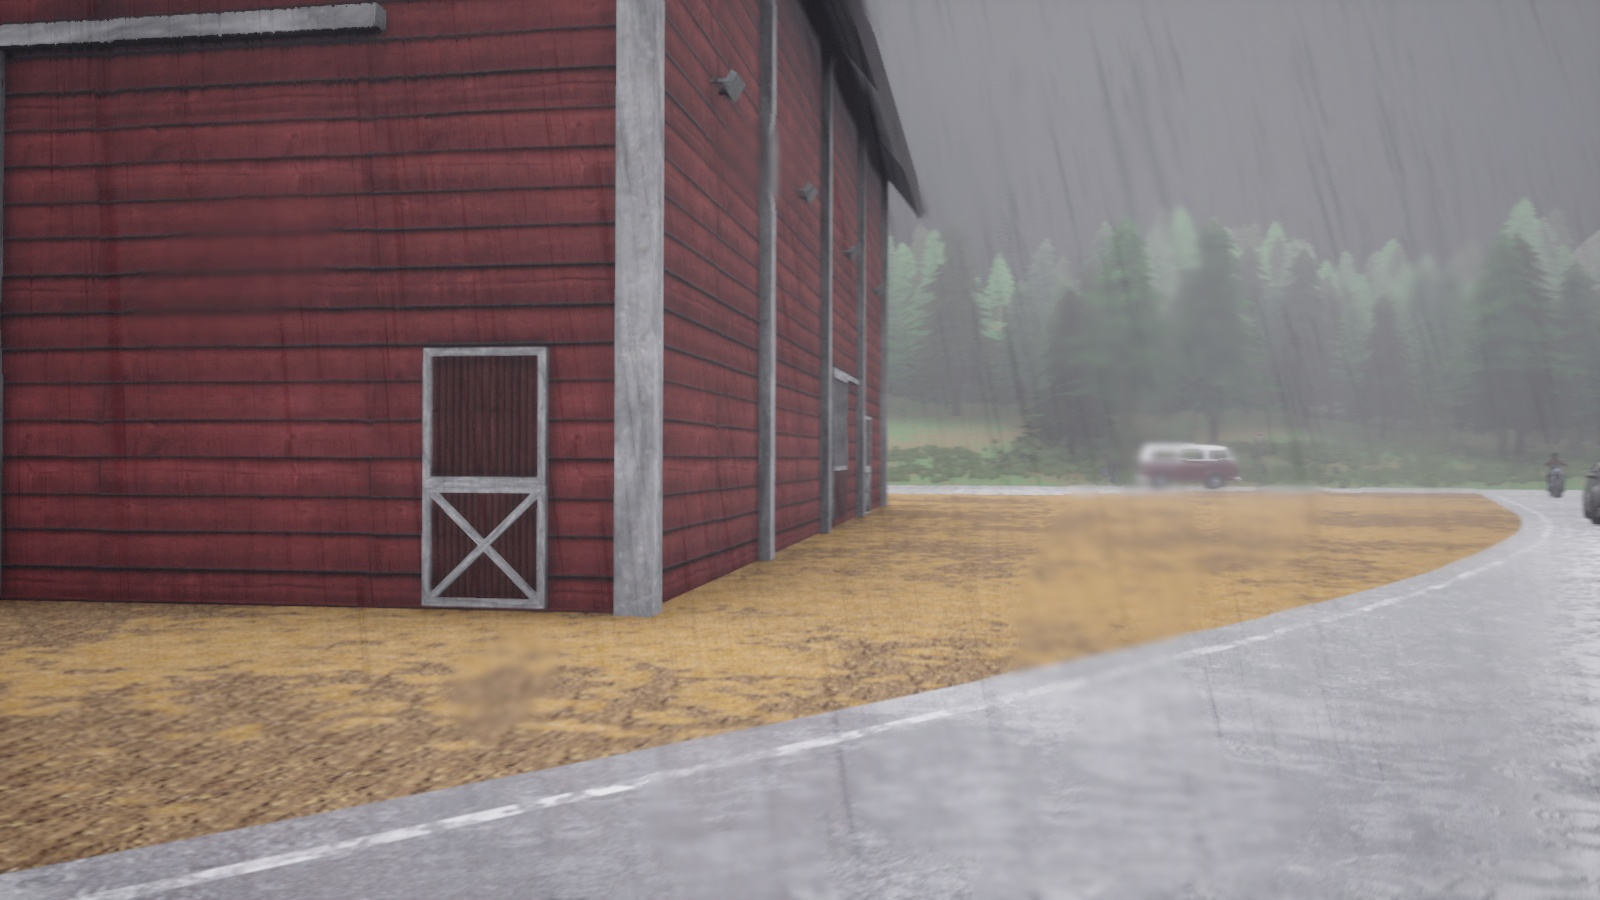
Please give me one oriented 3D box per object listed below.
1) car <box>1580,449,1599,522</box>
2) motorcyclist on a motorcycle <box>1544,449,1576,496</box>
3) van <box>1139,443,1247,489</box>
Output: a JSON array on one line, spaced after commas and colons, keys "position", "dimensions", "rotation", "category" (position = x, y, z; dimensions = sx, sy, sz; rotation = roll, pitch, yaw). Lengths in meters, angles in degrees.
[{"position": [18.693, 0.743, 27.967], "dimensions": [2.007, 1.525, 4.514], "rotation": [0, 0, 29], "category": "car"}, {"position": [27.103, 0.783, 44.806], "dimensions": [0.766, 1.649, 2.350], "rotation": [0, 0, 26], "category": "motorcyclist on a motorcycle"}, {"position": [17.881, 0.716, 57.311], "dimensions": [4.480, 2.038, 2.069], "rotation": [0, 0, 10], "category": "van"}]
